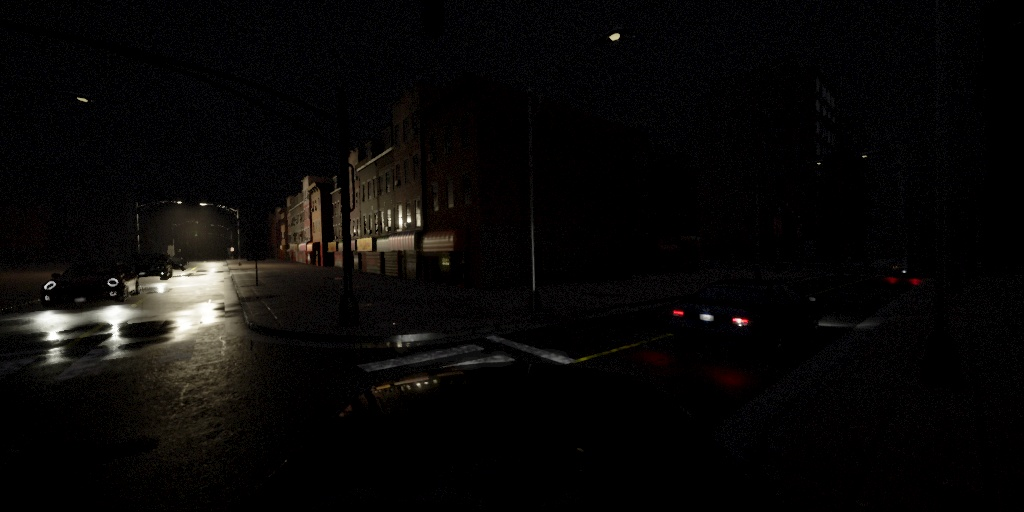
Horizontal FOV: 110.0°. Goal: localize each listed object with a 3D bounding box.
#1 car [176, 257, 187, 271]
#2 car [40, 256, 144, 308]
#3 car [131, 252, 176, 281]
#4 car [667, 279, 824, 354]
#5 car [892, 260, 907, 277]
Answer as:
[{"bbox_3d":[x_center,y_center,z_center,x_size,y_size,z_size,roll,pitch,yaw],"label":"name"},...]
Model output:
[{"bbox_3d":[-36.137,0.851,38.282,1.882,1.535,5.008,-2,2,-39],"label":"car"},{"bbox_3d":[-17.683,1.047,15.239,2.097,1.767,4.553,-2,2,-39],"label":"car"},{"bbox_3d":[-26.556,0.763,26.242,2.150,2.045,5.566,-2,2,-39],"label":"car"},{"bbox_3d":[5.872,1.268,8.767,5.357,1.411,2.033,0,0,-39],"label":"car"},{"bbox_3d":[33.670,1.020,29.942,4.674,1.442,1.812,0,0,-27],"label":"car"}]
